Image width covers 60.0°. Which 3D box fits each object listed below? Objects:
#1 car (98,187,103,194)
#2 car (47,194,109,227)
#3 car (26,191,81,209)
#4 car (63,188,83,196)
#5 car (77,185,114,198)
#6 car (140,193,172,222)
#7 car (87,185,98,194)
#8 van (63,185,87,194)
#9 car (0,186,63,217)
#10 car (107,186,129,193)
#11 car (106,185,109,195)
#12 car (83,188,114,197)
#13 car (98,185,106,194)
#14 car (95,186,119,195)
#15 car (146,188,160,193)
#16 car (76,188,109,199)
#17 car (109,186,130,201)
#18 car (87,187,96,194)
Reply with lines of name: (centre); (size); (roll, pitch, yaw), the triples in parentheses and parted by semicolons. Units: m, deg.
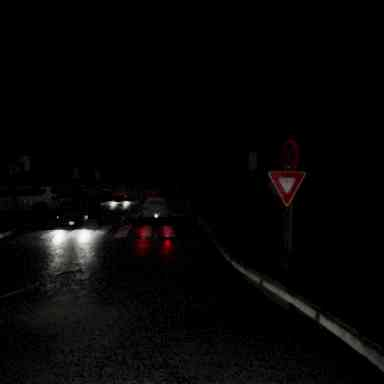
car: (-14.618, 0.419, 43.478); (4.674, 1.452, 2.002); (-1, 1, -27)
car: (-6.214, 1.070, 18.841); (2.033, 1.411, 5.357); (0, 1, -8)
car: (-13.155, 0.718, 31.557); (4.674, 1.452, 2.002); (-1, 1, -27)
car: (-12.612, 0.745, 28.660); (5.366, 1.575, 1.946); (-1, 1, -27)
car: (-16.042, -0.163, 55.406); (5.566, 2.045, 2.435); (-1, 1, -27)
car: (-2.259, 1.010, 20.725); (1.812, 1.442, 4.674); (0, 1, -6)
car: (-14.285, 0.328, 40.484); (4.553, 1.767, 2.185); (-1, 1, -27)
van: (-13.623, 0.380, 34.471); (4.442, 1.987, 1.878); (-1, 2, -27)
car: (-12.050, 0.652, 22.585); (5.566, 2.045, 2.435); (-1, 2, -27)
car: (-20.281, -0.712, 91.224); (5.366, 1.575, 1.946); (-1, 1, -27)
car: (-15.311, 0.106, 49.442); (4.553, 1.767, 2.185); (-1, 2, -27)
car: (-16.397, 0.047, 58.393); (4.792, 1.488, 2.163); (-1, 1, -27)
car: (-14.949, 0.179, 46.463); (4.553, 1.767, 2.185); (-1, 2, -27)
car: (-17.900, -0.380, 70.281); (4.553, 1.767, 2.185); (-1, 1, -27)
car: (-5.875, 0.104, 49.951); (2.097, 1.767, 4.553); (0, 1, -7)
car: (-15.679, 0.189, 52.436); (4.792, 1.488, 2.163); (-1, 1, -27)
car: (-9.274, 0.381, 43.508); (1.882, 1.535, 5.008); (0, 1, -7)
car: (-13.879, 0.528, 37.513); (5.008, 1.535, 2.097); (-1, 2, -27)
